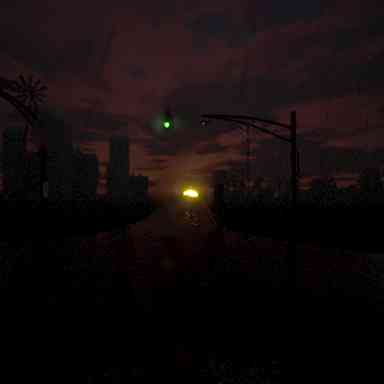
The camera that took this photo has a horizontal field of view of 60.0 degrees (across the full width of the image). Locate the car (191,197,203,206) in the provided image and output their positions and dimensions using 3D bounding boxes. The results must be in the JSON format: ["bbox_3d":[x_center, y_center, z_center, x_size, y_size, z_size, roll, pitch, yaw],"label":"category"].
[{"bbox_3d":[0.882,1.731,58.381,2.033,1.411,5.357,0,0,1],"label":"car"}]

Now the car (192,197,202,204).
[{"bbox_3d":[1.047,1.727,68.802,1.837,1.490,4.892,0,0,1],"label":"car"}]
